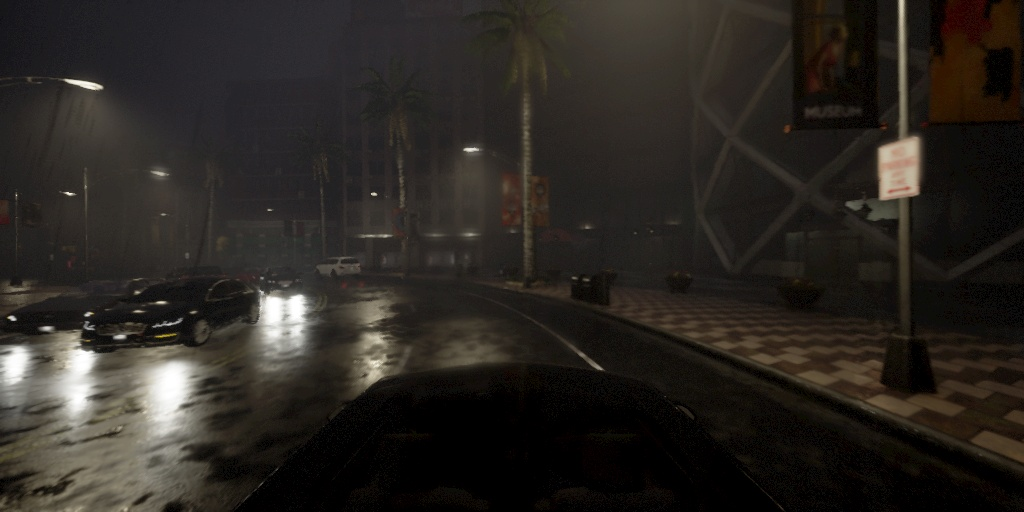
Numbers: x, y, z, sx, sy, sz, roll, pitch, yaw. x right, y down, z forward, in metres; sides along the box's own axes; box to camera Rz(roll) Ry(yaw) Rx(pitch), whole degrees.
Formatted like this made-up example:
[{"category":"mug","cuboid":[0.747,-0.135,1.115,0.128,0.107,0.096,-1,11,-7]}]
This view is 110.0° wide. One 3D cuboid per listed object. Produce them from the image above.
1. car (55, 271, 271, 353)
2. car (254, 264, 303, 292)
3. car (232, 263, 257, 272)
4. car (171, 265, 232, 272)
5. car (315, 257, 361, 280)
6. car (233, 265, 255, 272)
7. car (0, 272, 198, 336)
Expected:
[{"category":"car","cuboid":[-8.383,1.342,9.402,1.837,1.490,4.892,0,0,-16]},{"category":"car","cuboid":[-14.058,1.408,21.796,2.128,1.511,4.902,-1,0,-38]},{"category":"car","cuboid":[-30.879,1.555,41.376,5.008,1.535,1.882,-1,0,19]},{"category":"car","cuboid":[-16.822,1.309,19.647,2.097,1.767,4.553,-1,0,-38]},{"category":"car","cuboid":[-16.224,1.148,33.389,5.566,2.045,2.150,0,0,39]},{"category":"car","cuboid":[-18.342,1.545,25.990,4.718,1.301,1.895,-1,0,42]},{"category":"car","cuboid":[-12.466,1.429,11.395,2.033,1.411,5.357,-1,0,-20]}]
